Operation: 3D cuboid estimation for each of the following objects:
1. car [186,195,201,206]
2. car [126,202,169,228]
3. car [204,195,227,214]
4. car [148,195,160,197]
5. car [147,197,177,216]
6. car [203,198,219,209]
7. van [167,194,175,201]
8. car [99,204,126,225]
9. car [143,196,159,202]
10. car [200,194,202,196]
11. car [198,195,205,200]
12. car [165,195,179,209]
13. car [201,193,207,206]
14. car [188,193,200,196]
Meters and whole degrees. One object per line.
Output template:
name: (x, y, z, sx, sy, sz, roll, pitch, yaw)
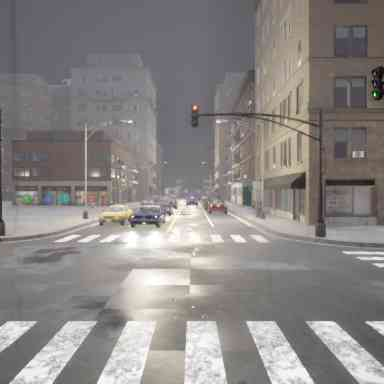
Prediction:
car: (0.006, 1.604, 53.850, 1.895, 1.301, 4.718, 0, 0, 0)
car: (-2.880, 1.601, 22.557, 1.895, 1.301, 4.718, 0, 0, 1)
car: (2.642, 1.441, 35.358, 1.967, 1.590, 4.097, 0, 0, 0)
car: (-5.382, 1.318, 46.684, 2.192, 1.841, 5.009, 0, 0, 0)
car: (-2.850, 1.549, 32.885, 2.033, 1.411, 5.357, 0, 0, 0)
car: (2.643, 1.568, 46.682, 1.947, 1.339, 4.313, 0, 0, 0)
van: (-5.378, 1.349, 86.317, 1.690, 1.788, 3.998, 0, 0, 0)
car: (-5.385, 1.526, 23.866, 1.752, 1.417, 4.829, 0, 0, 0)
car: (-5.383, 1.553, 41.021, 2.008, 1.369, 4.403, 0, 0, 0)
car: (2.645, 1.555, 69.330, 2.008, 1.369, 4.403, 0, 0, 0)
car: (2.648, 1.575, 91.977, 1.947, 1.339, 4.313, 0, 0, 0)
car: (-2.835, 1.528, 43.170, 1.812, 1.442, 4.674, 0, 0, 0)
car: (2.642, 1.317, 41.020, 2.192, 1.841, 5.009, 0, 0, 0)
car: (0.007, 1.226, 64.152, 2.150, 2.045, 5.566, 0, 0, 0)
